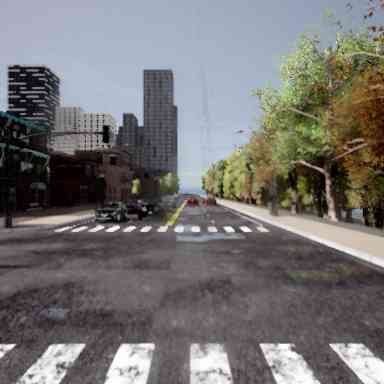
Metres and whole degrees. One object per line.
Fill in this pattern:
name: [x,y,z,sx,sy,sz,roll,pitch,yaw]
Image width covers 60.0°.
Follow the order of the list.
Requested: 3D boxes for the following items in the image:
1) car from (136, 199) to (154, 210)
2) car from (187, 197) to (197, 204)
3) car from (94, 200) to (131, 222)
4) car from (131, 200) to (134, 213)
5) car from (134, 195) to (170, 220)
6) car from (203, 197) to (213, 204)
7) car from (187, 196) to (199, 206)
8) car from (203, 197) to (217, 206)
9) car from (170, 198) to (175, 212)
car: [-6.604,1.704,46.890,1.994,1.385,4.181,0,0,-1]
car: [-0.003,1.758,69.122,1.994,1.385,4.181,0,0,0]
car: [-6.606,1.589,27.515,1.837,1.490,4.892,0,0,0]
car: [-6.601,1.589,36.892,1.882,1.535,5.008,0,0,0]
car: [-3.367,1.310,29.112,2.150,2.045,5.566,0,0,-1]
car: [3.246,1.759,68.801,1.994,1.385,4.181,0,0,0]
car: [0.093,1.528,59.326,2.097,1.767,4.553,0,0,0]
car: [3.344,1.652,58.658,1.882,1.535,5.008,0,0,0]
car: [-3.352,1.623,39.142,1.837,1.490,4.892,0,0,0]
